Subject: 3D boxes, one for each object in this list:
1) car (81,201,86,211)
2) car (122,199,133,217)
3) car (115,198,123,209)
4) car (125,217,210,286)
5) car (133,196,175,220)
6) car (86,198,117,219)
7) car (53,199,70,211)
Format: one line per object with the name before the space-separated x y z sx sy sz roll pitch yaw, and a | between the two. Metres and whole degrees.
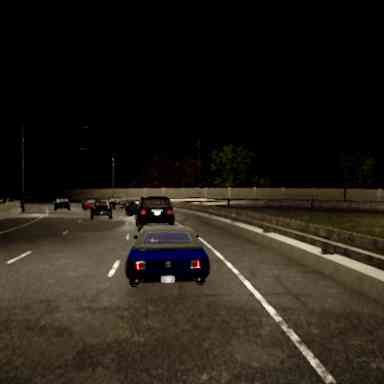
car | -13.333 1.683 43.743 1.994 1.385 4.181 0 0 -23
car | -5.499 1.651 33.109 1.994 1.385 4.181 0 0 -17
car | -10.048 1.611 44.982 2.128 1.511 4.902 0 0 -23
car | -0.724 1.625 9.479 1.895 1.301 4.718 0 0 -5
car | -2.434 1.278 20.994 2.150 2.045 5.566 0 0 -11
car | -8.306 1.575 30.381 2.128 1.511 4.902 0 0 -16
car | -16.823 1.612 42.978 2.128 1.511 4.902 0 0 -24
